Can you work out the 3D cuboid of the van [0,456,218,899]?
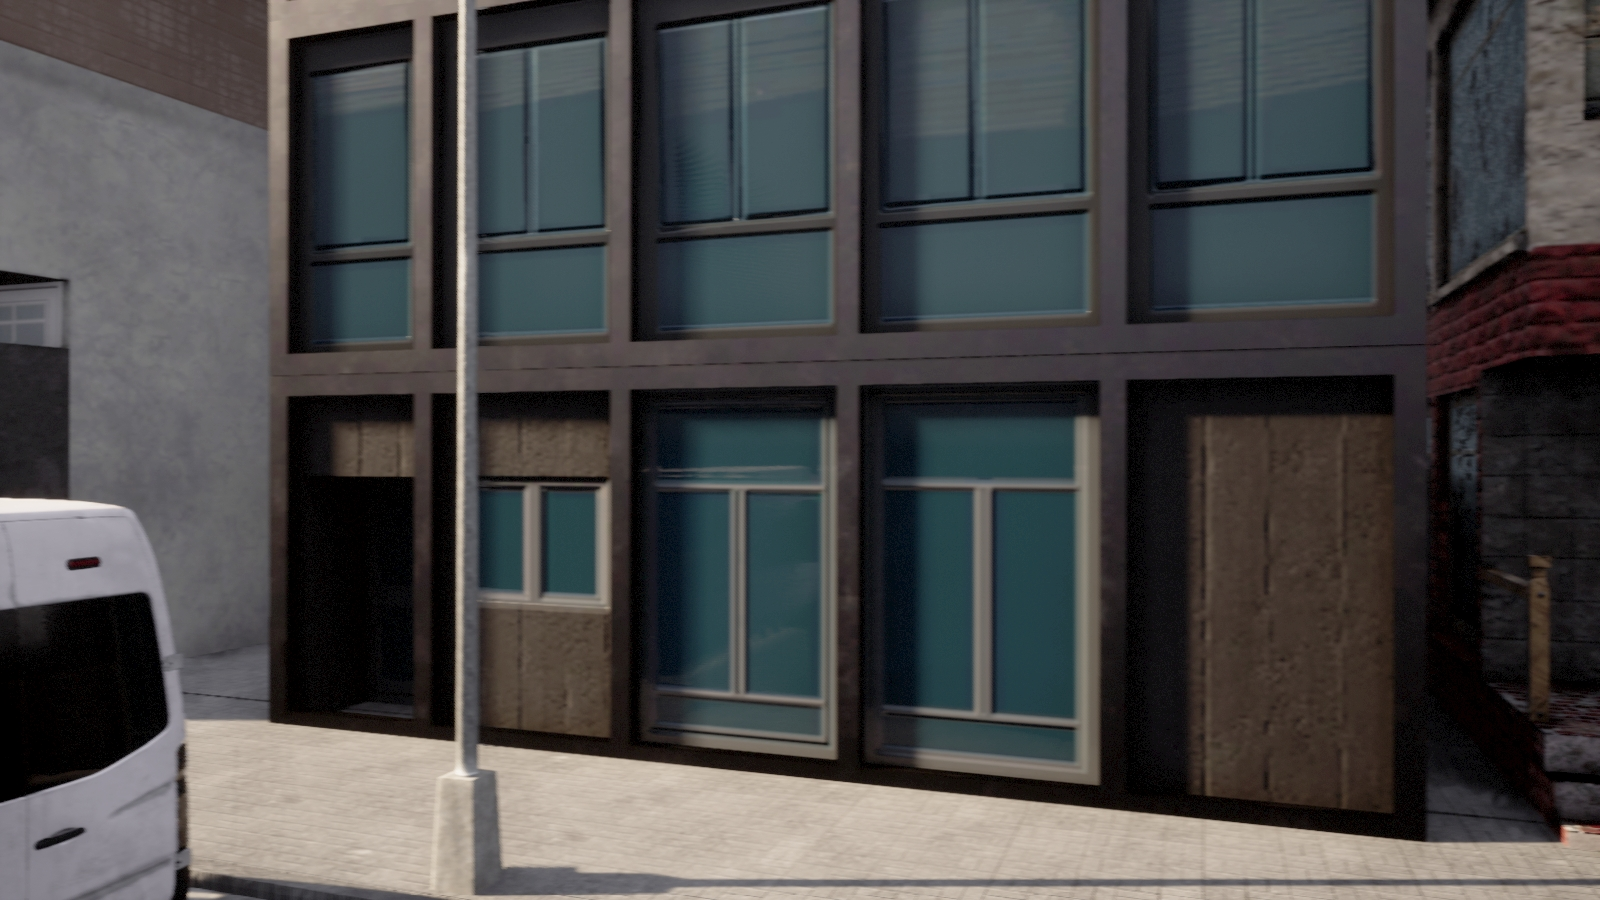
[{"bbox_3d":[-6.154,1.310,6.020,5.915,2.561,1.988,0,0,20],"label":"van"}]
